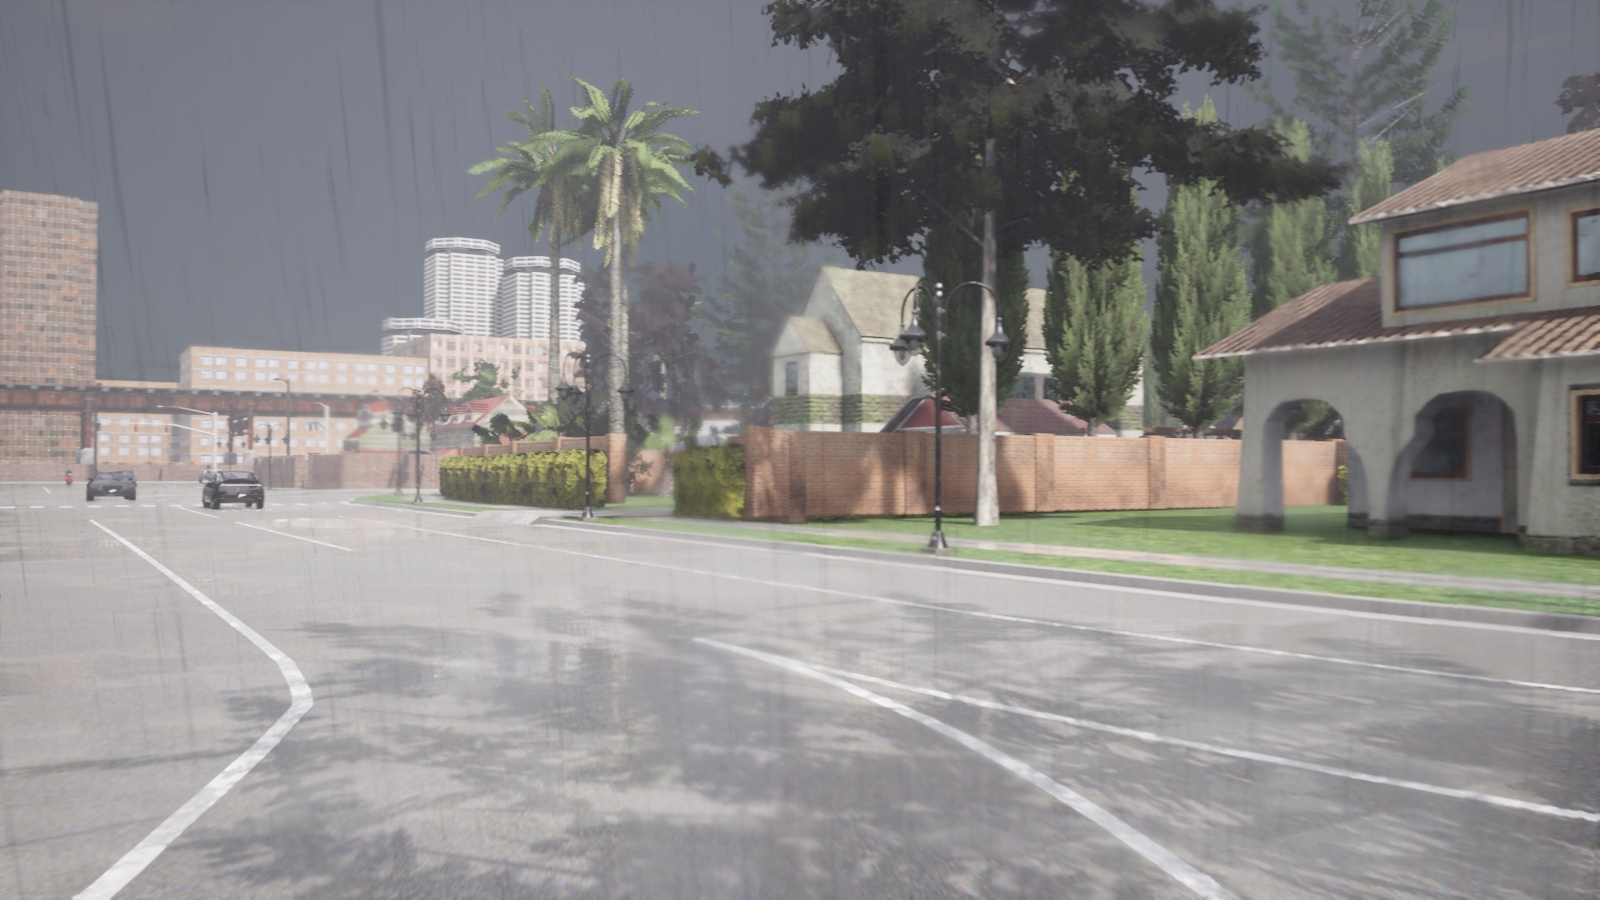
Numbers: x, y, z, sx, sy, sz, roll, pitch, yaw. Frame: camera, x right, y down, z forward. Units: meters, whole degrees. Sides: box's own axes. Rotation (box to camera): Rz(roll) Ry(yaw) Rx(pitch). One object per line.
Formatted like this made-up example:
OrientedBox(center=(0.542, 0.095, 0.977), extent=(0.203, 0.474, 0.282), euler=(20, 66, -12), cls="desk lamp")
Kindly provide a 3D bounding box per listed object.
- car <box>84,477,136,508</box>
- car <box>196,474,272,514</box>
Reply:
OrientedBox(center=(-33.424, 2.025, 60.802), extent=(1.994, 1.385, 4.181), euler=(0, -1, -32), cls="car")
OrientedBox(center=(-22.523, 1.711, 49.835), extent=(2.128, 1.511, 4.902), euler=(0, -1, -32), cls="car")
